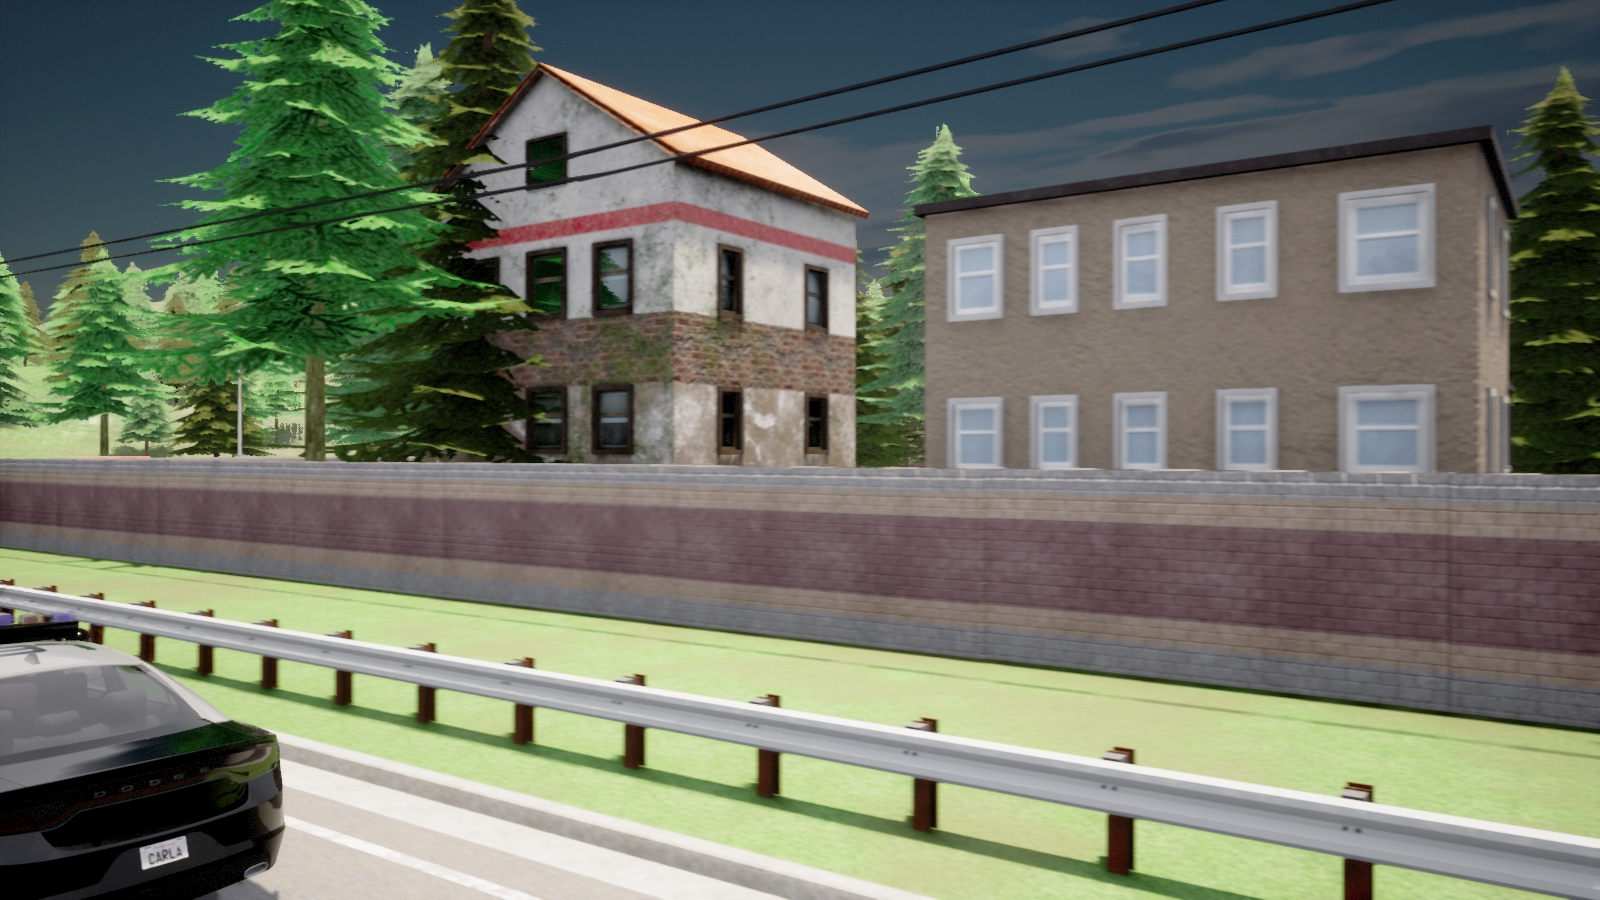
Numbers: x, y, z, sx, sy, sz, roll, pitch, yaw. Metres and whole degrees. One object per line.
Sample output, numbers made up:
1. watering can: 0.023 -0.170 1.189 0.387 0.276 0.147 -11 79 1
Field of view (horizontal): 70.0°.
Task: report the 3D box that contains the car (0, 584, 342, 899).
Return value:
1. car: -5.568 1.982 7.684 5.238 1.638 2.097 0 0 35
